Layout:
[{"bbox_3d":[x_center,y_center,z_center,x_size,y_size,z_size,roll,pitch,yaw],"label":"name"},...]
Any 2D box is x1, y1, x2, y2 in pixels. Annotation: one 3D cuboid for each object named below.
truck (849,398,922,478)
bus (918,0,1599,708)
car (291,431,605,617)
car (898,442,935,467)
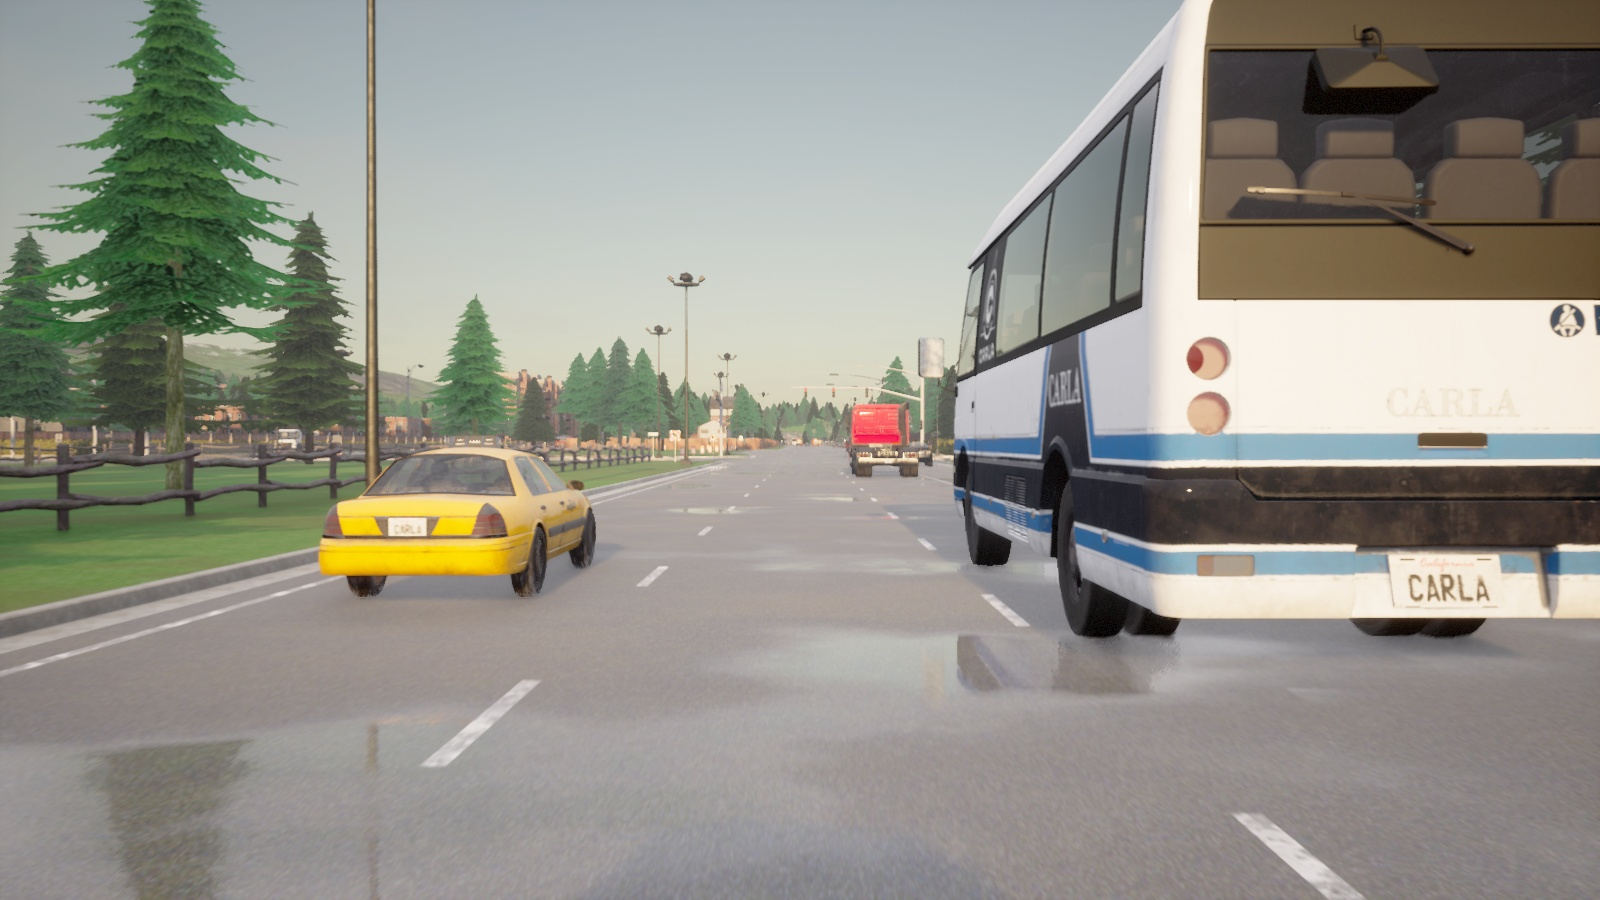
[{"bbox_3d":[3.847,-0.536,58.322,2.891,3.462,7.936,0,0,0],"label":"truck"},{"bbox_3d":[3.586,-0.691,12.263,3.944,4.253,10.273,0,0,0],"label":"bus"},{"bbox_3d":[-3.409,0.613,13.339,1.801,1.575,5.366,0,0,0],"label":"car"},{"bbox_3d":[7.474,0.279,80.831,2.007,1.525,4.514,0,0,0],"label":"car"}]
